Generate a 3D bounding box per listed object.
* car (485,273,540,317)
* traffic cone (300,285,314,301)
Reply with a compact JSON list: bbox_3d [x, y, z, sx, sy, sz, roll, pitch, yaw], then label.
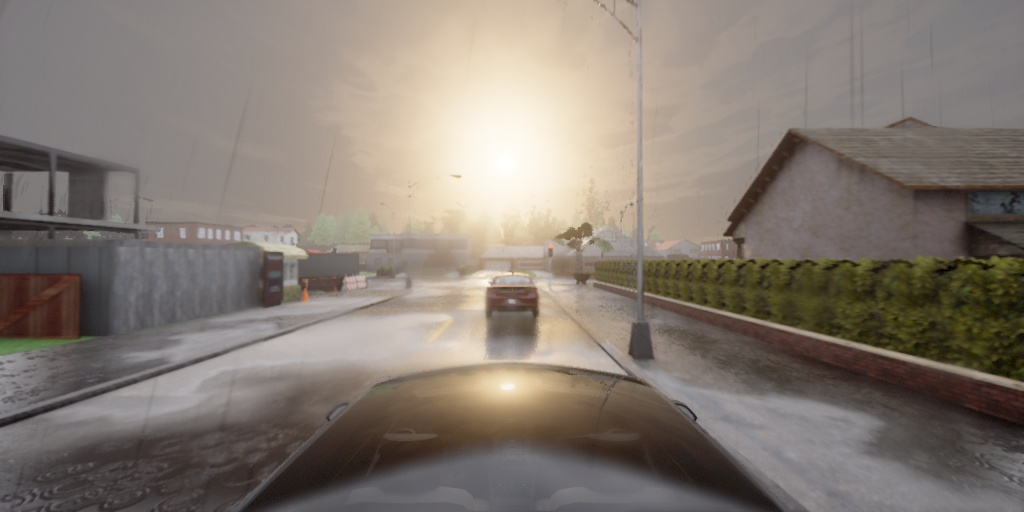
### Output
[{"bbox_3d":[0.036,1.392,14.014,1.882,1.535,5.008,0,-2,1],"label":"car"},{"bbox_3d":[-9.679,1.798,16.792,0.344,0.586,0.344,0,0,0],"label":"traffic cone"}]
